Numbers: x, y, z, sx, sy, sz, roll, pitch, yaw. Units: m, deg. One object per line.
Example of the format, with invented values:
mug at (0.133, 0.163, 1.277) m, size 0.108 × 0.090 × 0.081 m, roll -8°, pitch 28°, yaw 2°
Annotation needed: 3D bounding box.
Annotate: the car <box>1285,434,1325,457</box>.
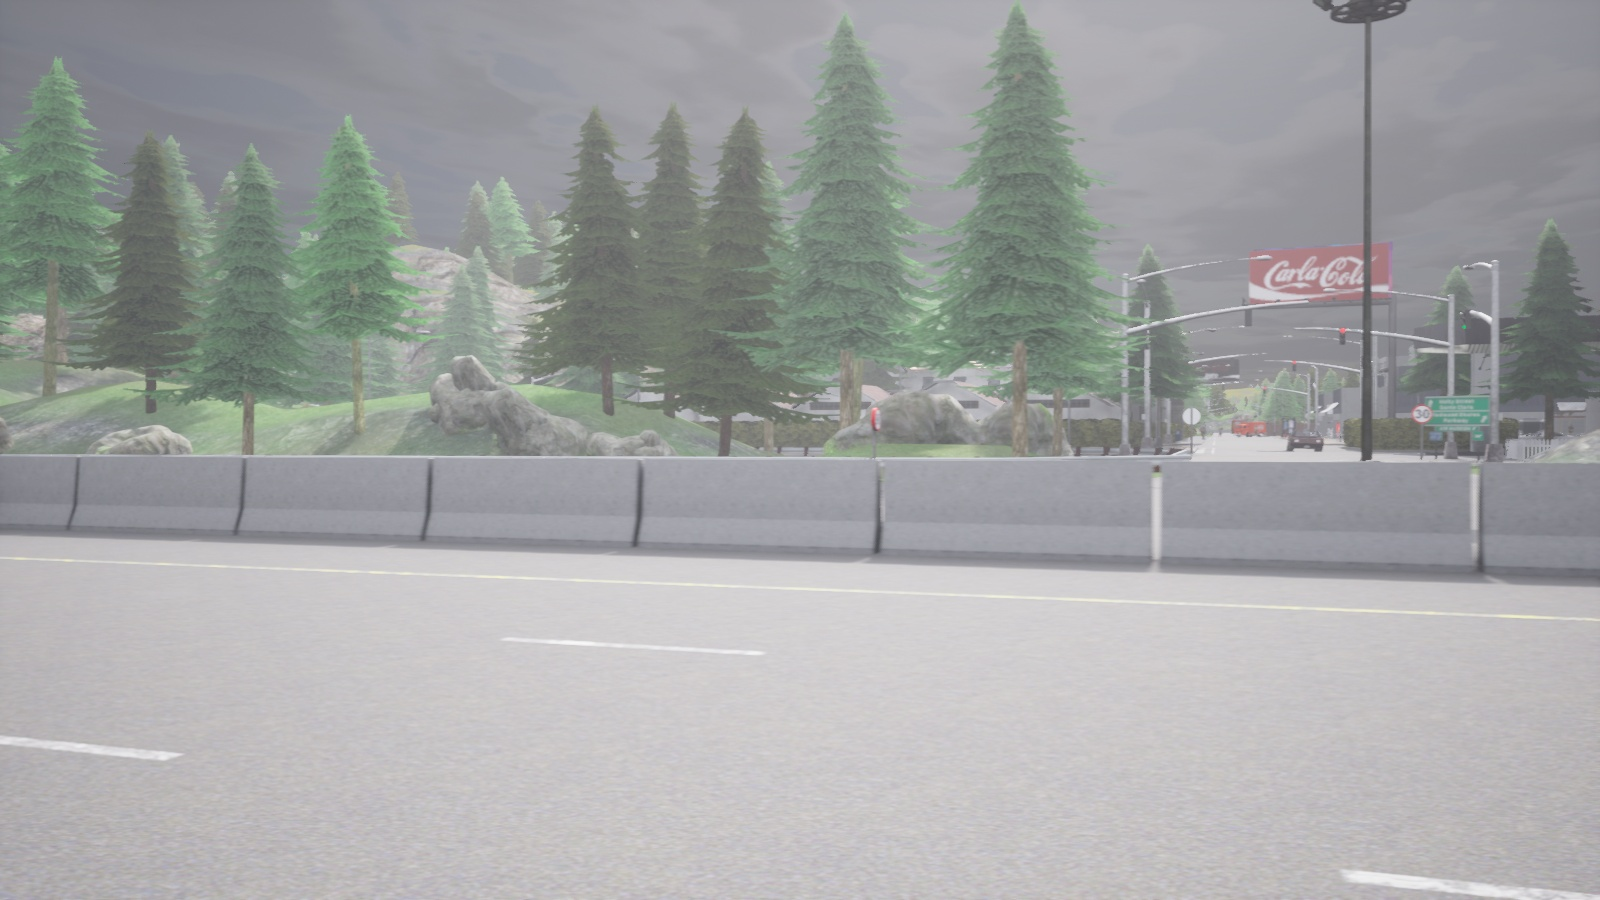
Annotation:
car at (30.651, -0.292, 76.354) m, size 1.895 × 1.301 × 4.718 m, roll 2°, pitch 1°, yaw 18°
